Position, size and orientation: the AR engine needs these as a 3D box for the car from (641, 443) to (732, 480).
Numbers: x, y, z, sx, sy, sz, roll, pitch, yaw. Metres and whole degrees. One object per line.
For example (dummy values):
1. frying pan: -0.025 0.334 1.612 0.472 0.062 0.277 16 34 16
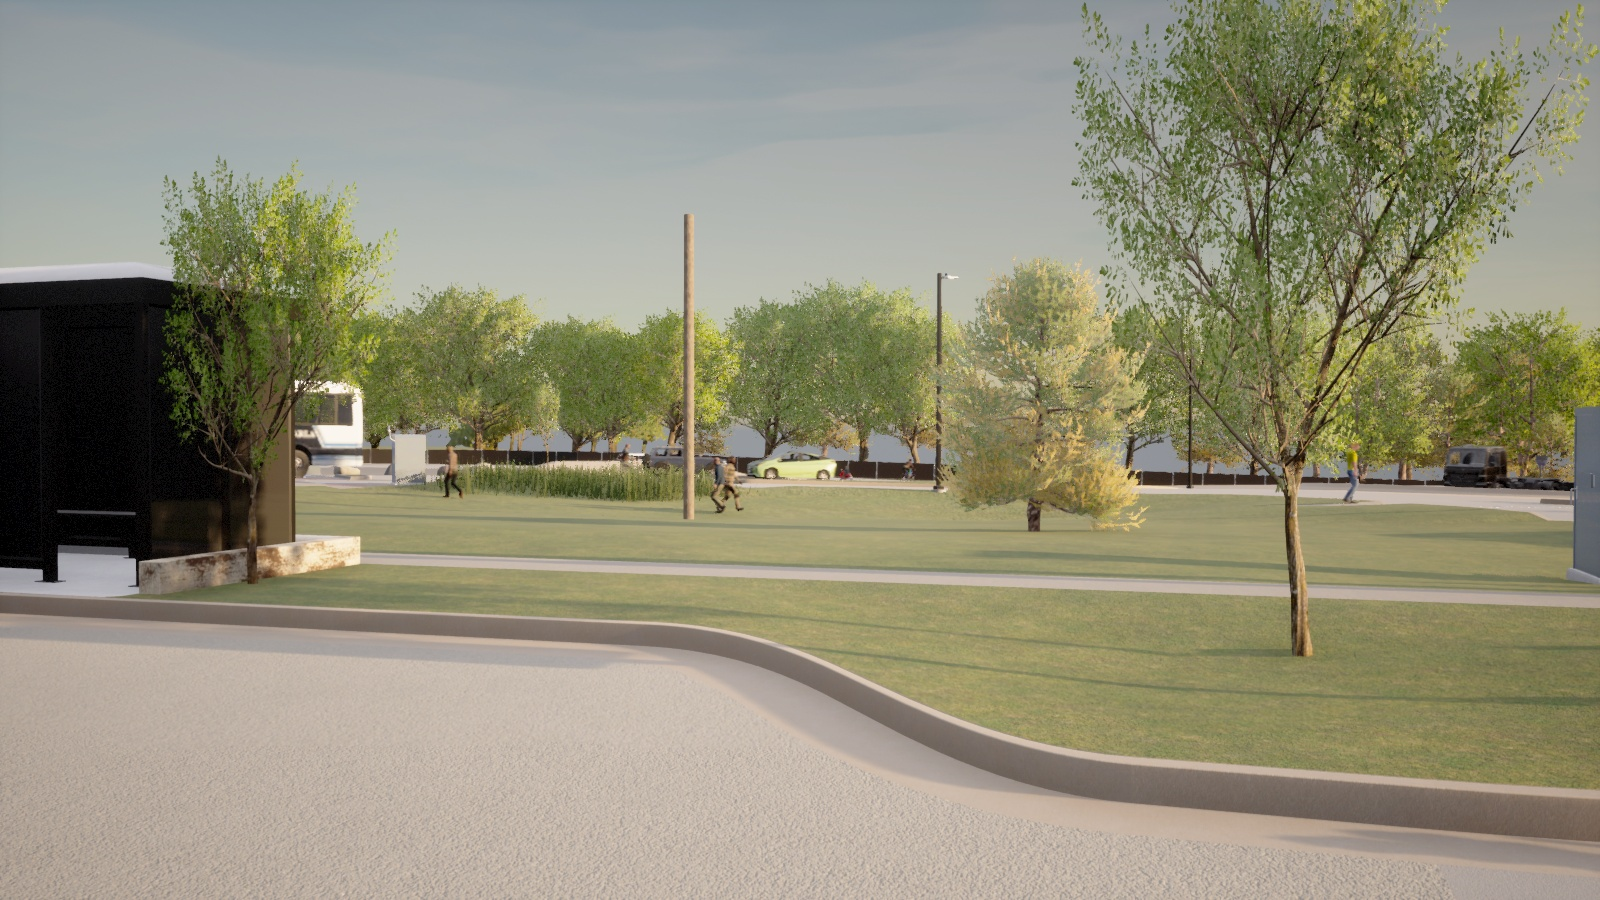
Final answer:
1. car: -6.180 0.662 68.365 4.605 1.855 1.932 2 -2 -16

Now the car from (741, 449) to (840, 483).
1. car: -0.499 0.797 63.582 4.514 1.525 2.007 3 0 -21

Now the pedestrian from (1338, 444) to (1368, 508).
1. pedestrian: 15.928 0.737 36.192 0.706 1.836 0.354 1 1 11

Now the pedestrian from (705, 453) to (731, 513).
1. pedestrian: -2.547 1.031 39.103 0.726 1.842 0.402 1 1 10

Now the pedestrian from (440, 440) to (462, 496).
1. pedestrian: -11.646 0.588 41.849 0.634 1.846 0.331 1 1 24

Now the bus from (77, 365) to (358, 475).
1. bus: -24.599 -1.115 53.331 10.273 4.253 3.944 1 0 -34

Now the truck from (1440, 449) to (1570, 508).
1. truck: 44.222 1.734 78.726 7.936 3.462 2.891 0 1 -24

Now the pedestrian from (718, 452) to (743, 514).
1. pedestrian: -2.216 1.042 40.075 0.692 1.930 0.396 1 1 16
